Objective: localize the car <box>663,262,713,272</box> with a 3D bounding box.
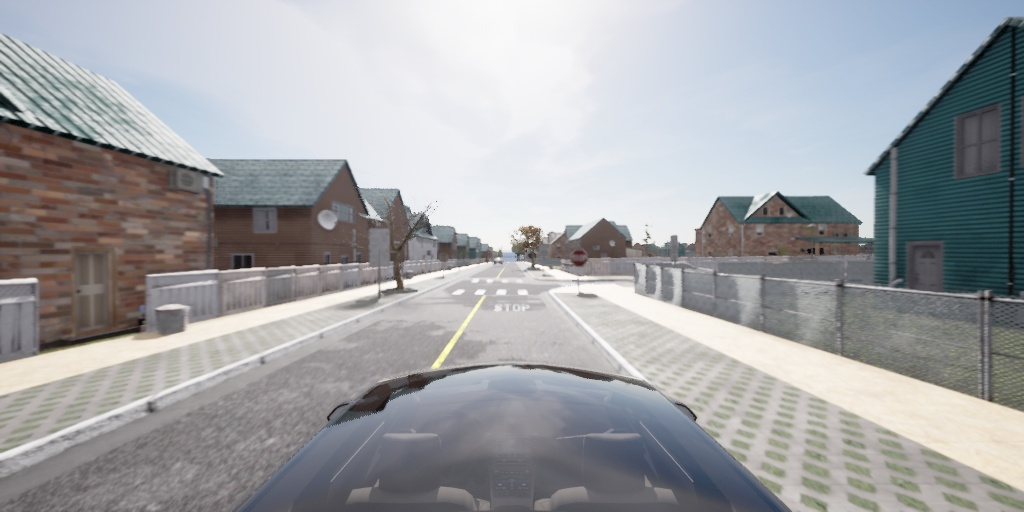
[{"bbox_3d":[11.384,1.101,24.480,4.674,1.442,1.812,-1,1,0],"label":"car"}]
